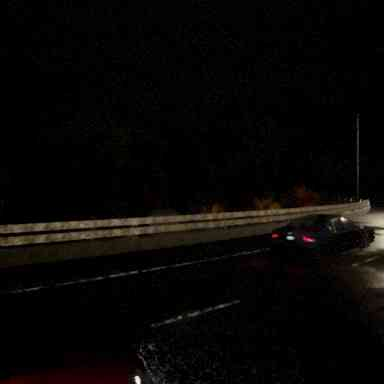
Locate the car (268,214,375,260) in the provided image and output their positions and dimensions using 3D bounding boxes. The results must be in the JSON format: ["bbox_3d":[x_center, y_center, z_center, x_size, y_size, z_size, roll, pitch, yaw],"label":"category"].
[{"bbox_3d":[5.051,1.560,12.592,5.357,1.411,2.033,0,0,-43],"label":"car"}]

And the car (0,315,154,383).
[{"bbox_3d":[-2.319,1.563,2.255,4.181,1.385,1.994,0,0,-35],"label":"car"}]
